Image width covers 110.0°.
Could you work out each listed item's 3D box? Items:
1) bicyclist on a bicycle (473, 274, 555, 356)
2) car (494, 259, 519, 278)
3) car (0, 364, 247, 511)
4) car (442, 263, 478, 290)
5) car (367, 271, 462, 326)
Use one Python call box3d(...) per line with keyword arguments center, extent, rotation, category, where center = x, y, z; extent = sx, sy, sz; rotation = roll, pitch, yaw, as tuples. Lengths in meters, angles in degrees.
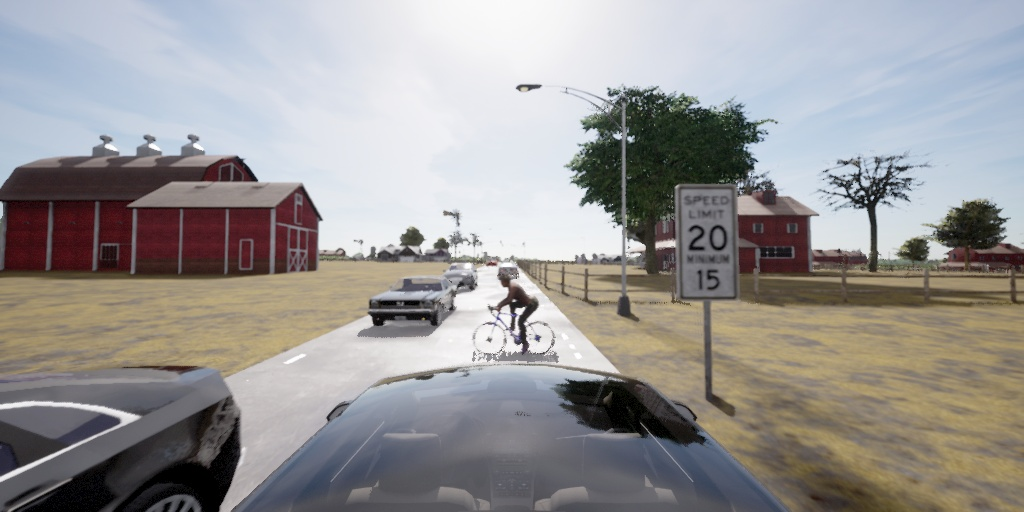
box3d(center=(0.030, 1.188, 7.154), extent=(1.656, 1.620, 0.582), rotation=(-1, 0, -1), category="bicyclist on a bicycle")
box3d(center=(-0.356, 1.240, 33.065), extent=(2.033, 1.411, 5.357), rotation=(0, 0, -1), category="car")
box3d(center=(-2.813, 1.250, 0.530), extent=(2.128, 1.511, 4.902), rotation=(0, 0, -1), category="car")
box3d(center=(-3.132, 1.198, 22.195), extent=(2.128, 1.511, 4.902), rotation=(0, 0, -1), category="car")
box3d(center=(-2.979, 1.327, 11.679), extent=(1.895, 1.301, 4.718), rotation=(0, 0, -1), category="car")
